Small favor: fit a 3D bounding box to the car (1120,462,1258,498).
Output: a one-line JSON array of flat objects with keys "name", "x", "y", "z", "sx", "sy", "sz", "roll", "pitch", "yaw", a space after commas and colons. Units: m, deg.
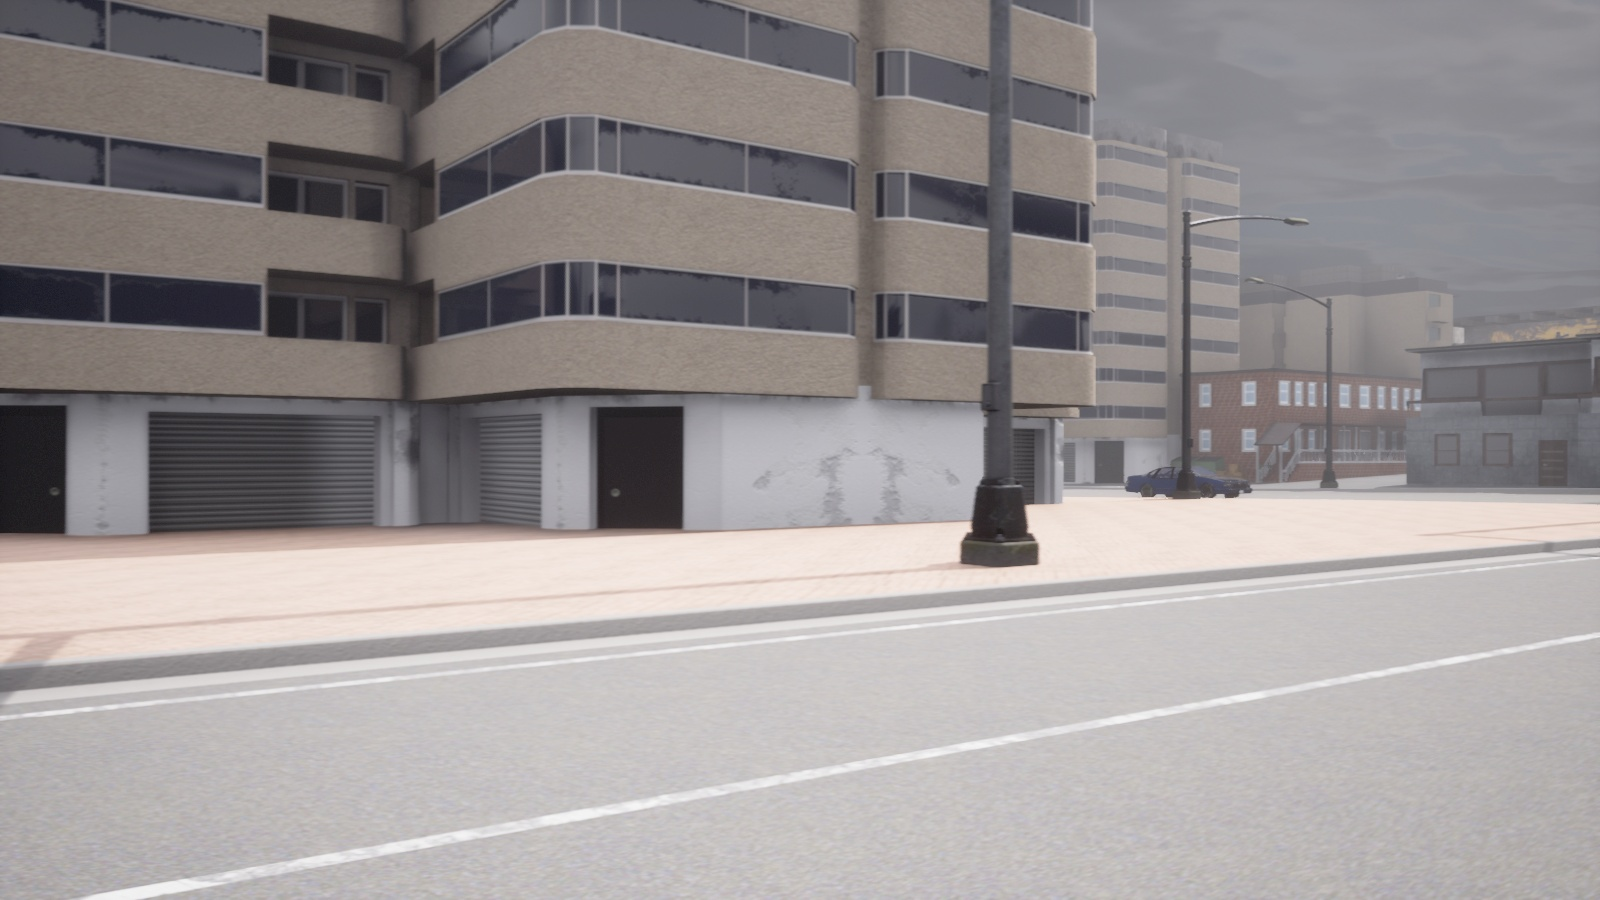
[{"name": "car", "x": 16.230, "y": 1.282, "z": 52.642, "sx": 2.033, "sy": 1.411, "sz": 5.357, "roll": 0, "pitch": -1, "yaw": -36}]
